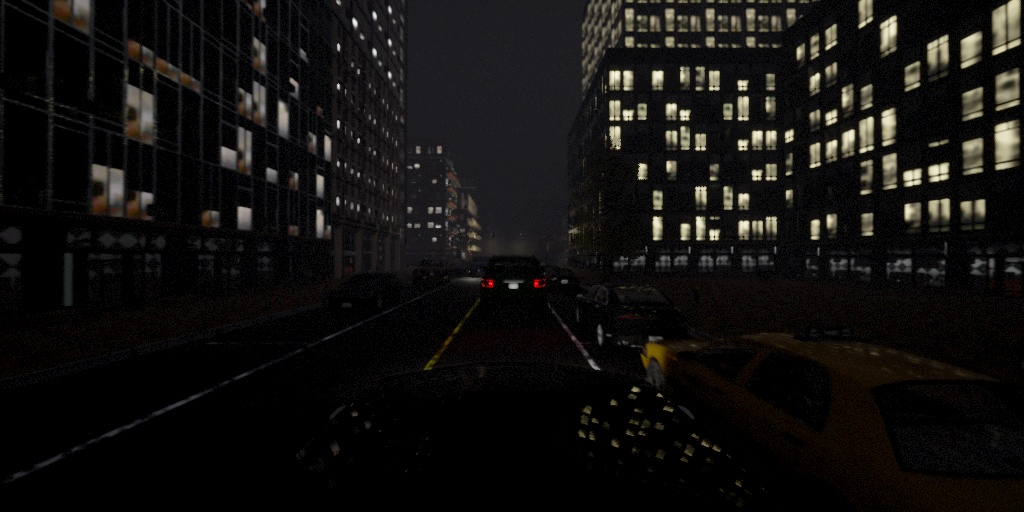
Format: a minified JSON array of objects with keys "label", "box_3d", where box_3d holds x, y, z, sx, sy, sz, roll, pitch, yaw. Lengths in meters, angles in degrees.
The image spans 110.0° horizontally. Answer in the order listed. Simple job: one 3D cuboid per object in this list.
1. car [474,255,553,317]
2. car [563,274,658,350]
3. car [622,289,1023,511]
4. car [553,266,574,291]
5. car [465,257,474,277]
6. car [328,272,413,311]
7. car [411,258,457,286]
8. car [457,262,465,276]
[{"label":"car","box_3d":[0.065,0.979,13.273,2.150,2.045,5.566,0,0,0]},{"label":"car","box_3d":[2.660,1.304,8.820,2.007,1.370,4.403,0,0,0]},{"label":"car","box_3d":[2.664,1.276,3.301,1.751,1.417,4.829,0,0,0]},{"label":"car","box_3d":[2.659,1.328,20.197,1.948,1.339,4.313,0,0,0]},{"label":"car","box_3d":[-3.100,1.000,36.440,2.150,2.045,5.566,0,0,0]},{"label":"car","box_3d":[-5.689,1.324,14.535,1.948,1.339,4.313,0,0,0]},{"label":"car","box_3d":[-5.689,1.083,25.913,2.192,1.841,5.009,0,0,0]},{"label":"car","box_3d":[-5.688,1.327,37.292,1.888,1.381,4.507,0,0,0]}]
